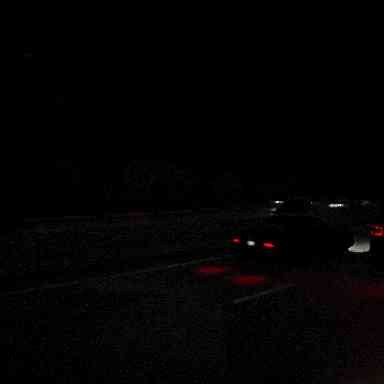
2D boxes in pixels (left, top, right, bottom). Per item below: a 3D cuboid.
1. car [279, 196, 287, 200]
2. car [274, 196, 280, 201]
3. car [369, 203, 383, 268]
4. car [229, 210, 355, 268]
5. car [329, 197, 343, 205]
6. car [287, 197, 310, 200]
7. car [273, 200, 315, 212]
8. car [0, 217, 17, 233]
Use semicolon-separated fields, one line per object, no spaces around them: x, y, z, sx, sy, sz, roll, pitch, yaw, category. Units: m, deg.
14.805;1.654;49.787;1.812;1.442;4.674;0;0;25;car
23.264;1.852;89.130;1.994;1.385;4.181;0;0;3;car
7.380;1.215;10.155;5.566;2.045;2.150;0;0;-43;car
3.589;1.549;11.378;5.357;1.411;2.033;0;0;-42;car
26.921;1.701;62.324;1.994;1.385;4.181;0;0;15;car
13.000;1.640;39.109;1.994;1.385;4.181;0;0;31;car
8.124;1.581;26.295;2.033;1.411;5.357;0;0;40;car
-11.815;1.626;17.147;4.718;1.301;1.895;0;0;-37;car
